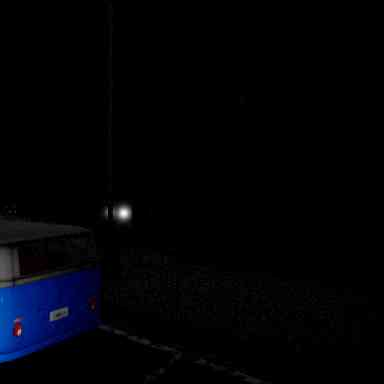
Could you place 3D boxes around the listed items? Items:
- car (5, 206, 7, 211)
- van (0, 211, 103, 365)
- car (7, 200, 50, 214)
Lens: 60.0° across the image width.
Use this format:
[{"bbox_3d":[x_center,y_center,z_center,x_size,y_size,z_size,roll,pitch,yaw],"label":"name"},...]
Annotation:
[{"bbox_3d":[-16.009,1.581,33.392,1.895,1.301,4.718,0,0,35],"label":"car"},{"bbox_3d":[-3.224,1.341,5.377,3.998,1.788,1.690,0,0,36],"label":"van"},{"bbox_3d":[-13.892,1.494,30.744,1.837,1.490,4.892,0,0,35],"label":"car"}]
